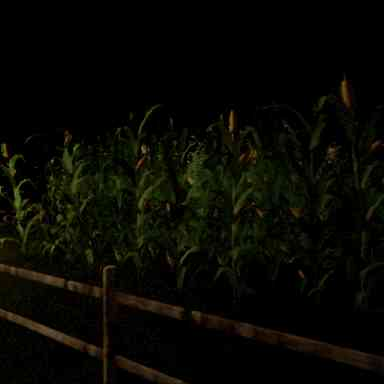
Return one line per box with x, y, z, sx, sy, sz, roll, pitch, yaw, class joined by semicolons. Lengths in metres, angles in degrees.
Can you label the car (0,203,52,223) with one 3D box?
-12.123;1.516;24.355;1.895;1.301;4.718;0;1;38;car
